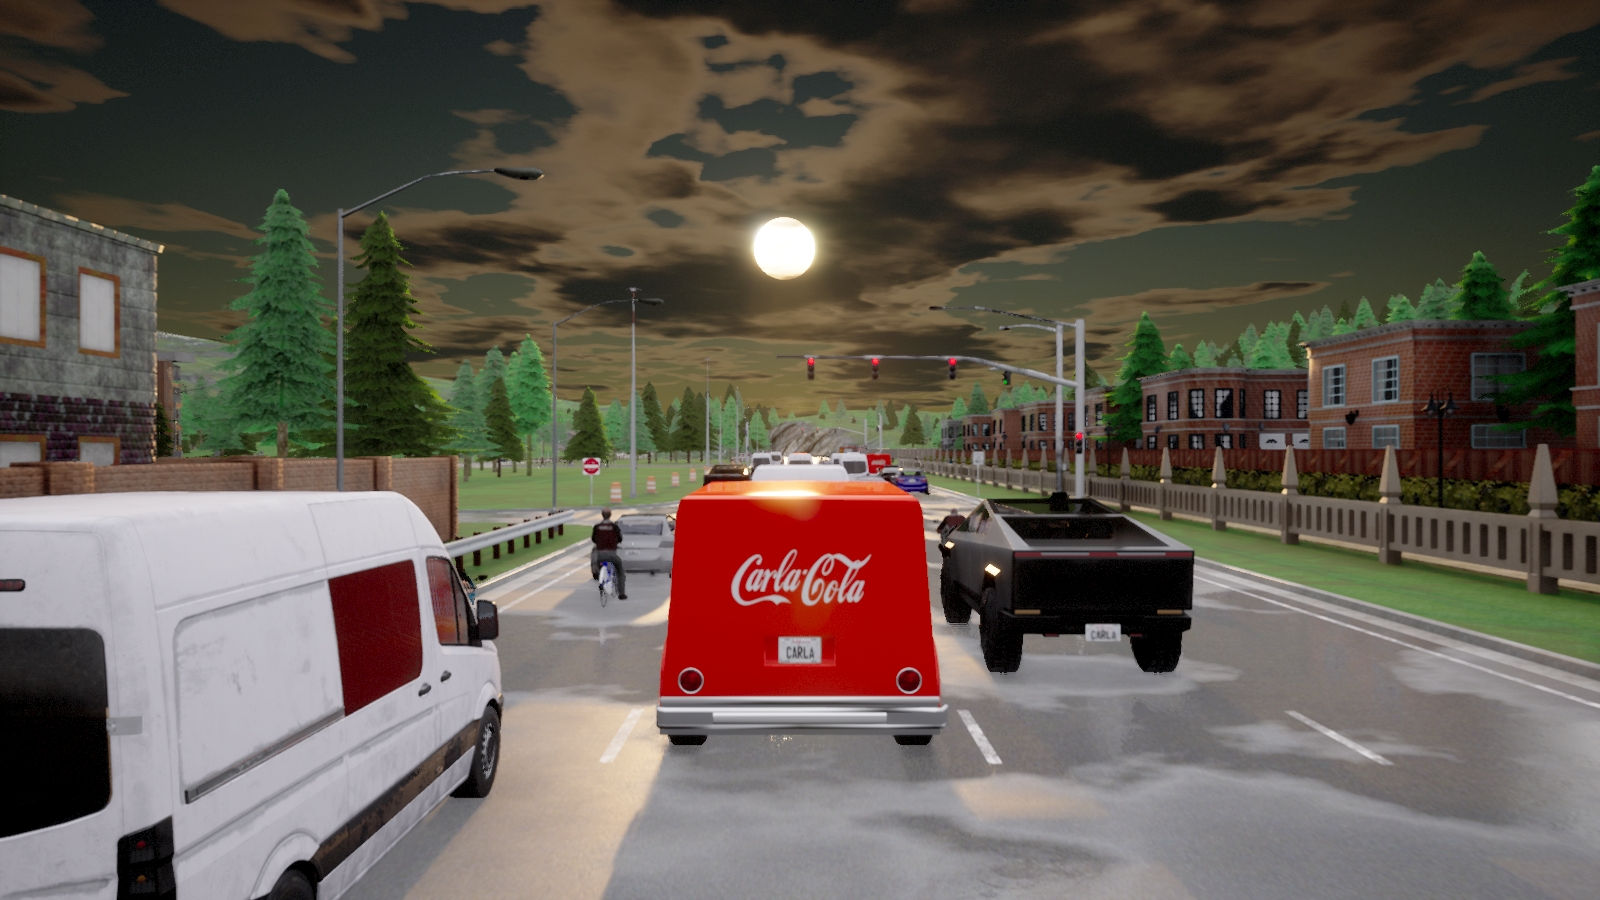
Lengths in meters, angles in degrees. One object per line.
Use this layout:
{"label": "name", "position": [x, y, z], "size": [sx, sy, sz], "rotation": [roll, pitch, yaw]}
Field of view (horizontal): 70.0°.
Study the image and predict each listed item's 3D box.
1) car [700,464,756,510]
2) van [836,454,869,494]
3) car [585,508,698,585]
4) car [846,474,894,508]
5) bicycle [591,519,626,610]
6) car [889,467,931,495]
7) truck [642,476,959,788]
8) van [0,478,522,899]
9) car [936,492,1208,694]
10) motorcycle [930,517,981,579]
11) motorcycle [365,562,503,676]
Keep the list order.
{"label": "car", "position": [-3.497, 1.771, 56.959], "size": [2.390, 2.098, 6.274], "rotation": [0, 0, 0]}
{"label": "van", "position": [3.499, 1.557, 77.076], "size": [1.988, 2.561, 5.915], "rotation": [0, 0, 0]}
{"label": "car", "position": [-3.502, 2.127, 26.006], "size": [1.994, 1.385, 4.181], "rotation": [0, 0, 0]}
{"label": "car", "position": [3.504, 2.052, 58.032], "size": [2.097, 1.535, 5.006], "rotation": [0, 0, 0]}
{"label": "bicycle", "position": [-3.500, 2.066, 20.968], "size": [0.329, 1.471, 1.835], "rotation": [0, 1, 0]}
{"label": "car", "position": [7.004, 1.989, 73.379], "size": [2.242, 1.667, 4.611], "rotation": [0, 0, 0]}
{"label": "truck", "position": [0.002, 1.572, 12.086], "size": [2.627, 2.467, 5.204], "rotation": [0, 0, 0]}
{"label": "van", "position": [-3.502, 1.537, 7.357], "size": [1.988, 2.561, 5.915], "rotation": [0, 0, 0]}
{"label": "car", "position": [3.502, 1.759, 16.291], "size": [2.390, 2.098, 6.274], "rotation": [0, 0, 0]}
{"label": "motorcycle", "position": [3.532, 2.213, 26.166], "size": [0.867, 1.251, 2.209], "rotation": [0, 0, 0]}
{"label": "motorcycle", "position": [-4.803, 2.191, 15.164], "size": [0.803, 1.199, 2.033], "rotation": [0, 0, 14]}
